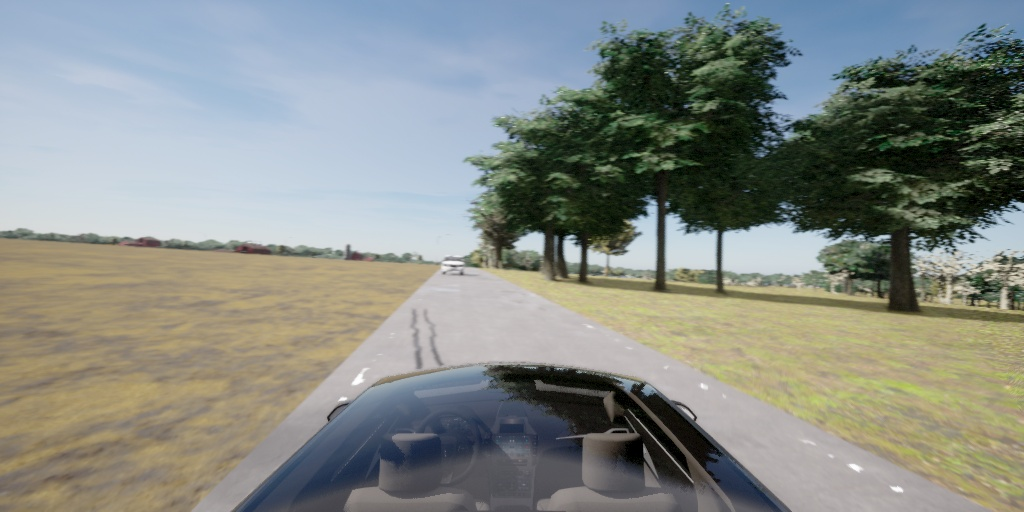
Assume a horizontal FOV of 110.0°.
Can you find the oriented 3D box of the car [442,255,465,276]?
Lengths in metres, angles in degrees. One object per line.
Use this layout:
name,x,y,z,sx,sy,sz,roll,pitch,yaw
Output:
car,-6.179,0.927,37.720,2.150,2.045,5.566,3,0,-9
